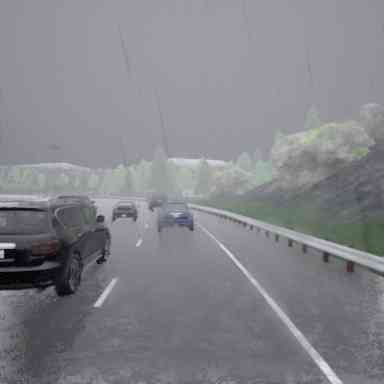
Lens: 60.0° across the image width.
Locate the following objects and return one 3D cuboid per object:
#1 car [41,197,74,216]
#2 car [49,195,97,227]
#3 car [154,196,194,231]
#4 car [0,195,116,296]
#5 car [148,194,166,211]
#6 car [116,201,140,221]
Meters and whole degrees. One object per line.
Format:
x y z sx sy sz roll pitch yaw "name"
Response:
-13.448 1.378 33.496 2.097 1.767 4.553 0 0 -10 "car"
-8.553 1.238 24.534 2.150 2.045 5.566 0 0 -7 "car"
-1.105 1.355 20.722 2.097 1.767 4.553 0 0 -5 "car"
-3.689 1.229 8.747 2.150 2.045 5.566 0 0 -3 "car"
-4.223 1.231 41.416 2.150 2.045 5.566 0 0 -11 "car"
-5.375 1.516 27.114 1.837 1.490 4.892 0 0 -7 "car"
